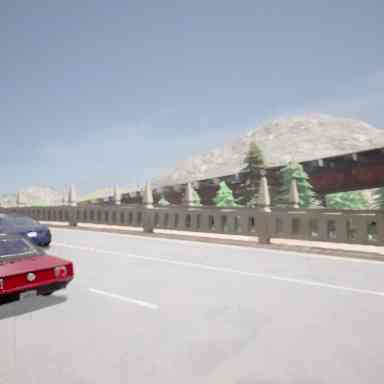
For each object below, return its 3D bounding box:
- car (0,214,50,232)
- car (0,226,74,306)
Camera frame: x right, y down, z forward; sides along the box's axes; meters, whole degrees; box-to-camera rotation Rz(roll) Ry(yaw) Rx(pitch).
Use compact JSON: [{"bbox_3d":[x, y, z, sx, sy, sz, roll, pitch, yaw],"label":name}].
[{"bbox_3d":[-7.694,1.592,13.775,4.181,1.385,1.994,0,0,35],"label":"car"},{"bbox_3d":[-4.808,1.615,7.419,4.718,1.301,1.895,0,0,35],"label":"car"}]
